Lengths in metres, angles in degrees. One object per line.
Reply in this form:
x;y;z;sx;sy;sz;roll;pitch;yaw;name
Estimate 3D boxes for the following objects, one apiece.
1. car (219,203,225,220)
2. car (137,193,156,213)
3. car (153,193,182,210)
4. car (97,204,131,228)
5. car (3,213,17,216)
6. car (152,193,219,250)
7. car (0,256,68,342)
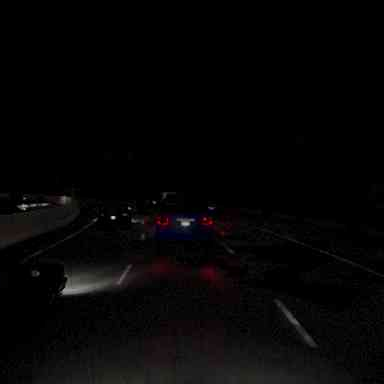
1.084;1.312;27.355;2.097;1.767;4.553;1;0;-13;car
-4.405;1.113;34.831;2.150;2.045;5.566;1;0;-16;car
-3.237;1.107;42.438;2.150;2.045;5.566;1;0;-20;car
-4.982;1.474;21.622;1.994;1.385;4.181;1;0;-9;car
-11.982;1.197;19.951;2.097;1.767;4.553;1;0;-10;car
-0.428;1.191;14.217;2.150;2.045;5.566;1;0;-4;car
-3.449;1.505;4.308;2.033;1.411;5.357;1;0;0;car
